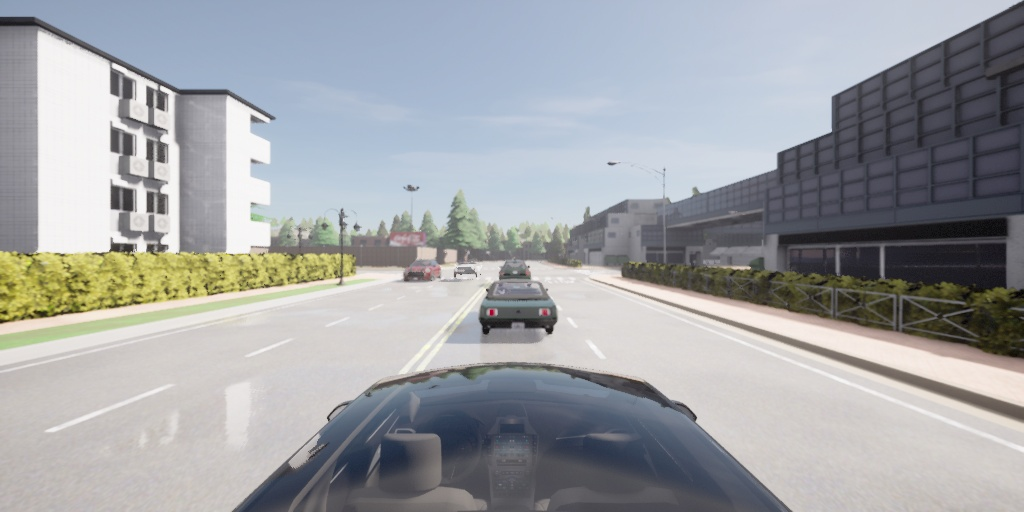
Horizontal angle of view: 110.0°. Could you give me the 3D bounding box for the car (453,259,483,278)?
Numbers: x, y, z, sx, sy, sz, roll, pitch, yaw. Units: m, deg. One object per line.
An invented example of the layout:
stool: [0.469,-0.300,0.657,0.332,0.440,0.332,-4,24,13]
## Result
car: [-3.399,0.926,28.031,1.895,1.301,4.718,0,0,0]

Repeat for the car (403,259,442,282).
car: [-6.900,1.026,27.972,2.097,1.767,4.553,0,0,0]

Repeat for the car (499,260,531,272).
car: [0.187,1.039,24.301,2.097,1.767,4.553,0,0,0]

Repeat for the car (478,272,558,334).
car: [0.144,1.326,10.514,1.895,1.301,4.718,0,0,0]
